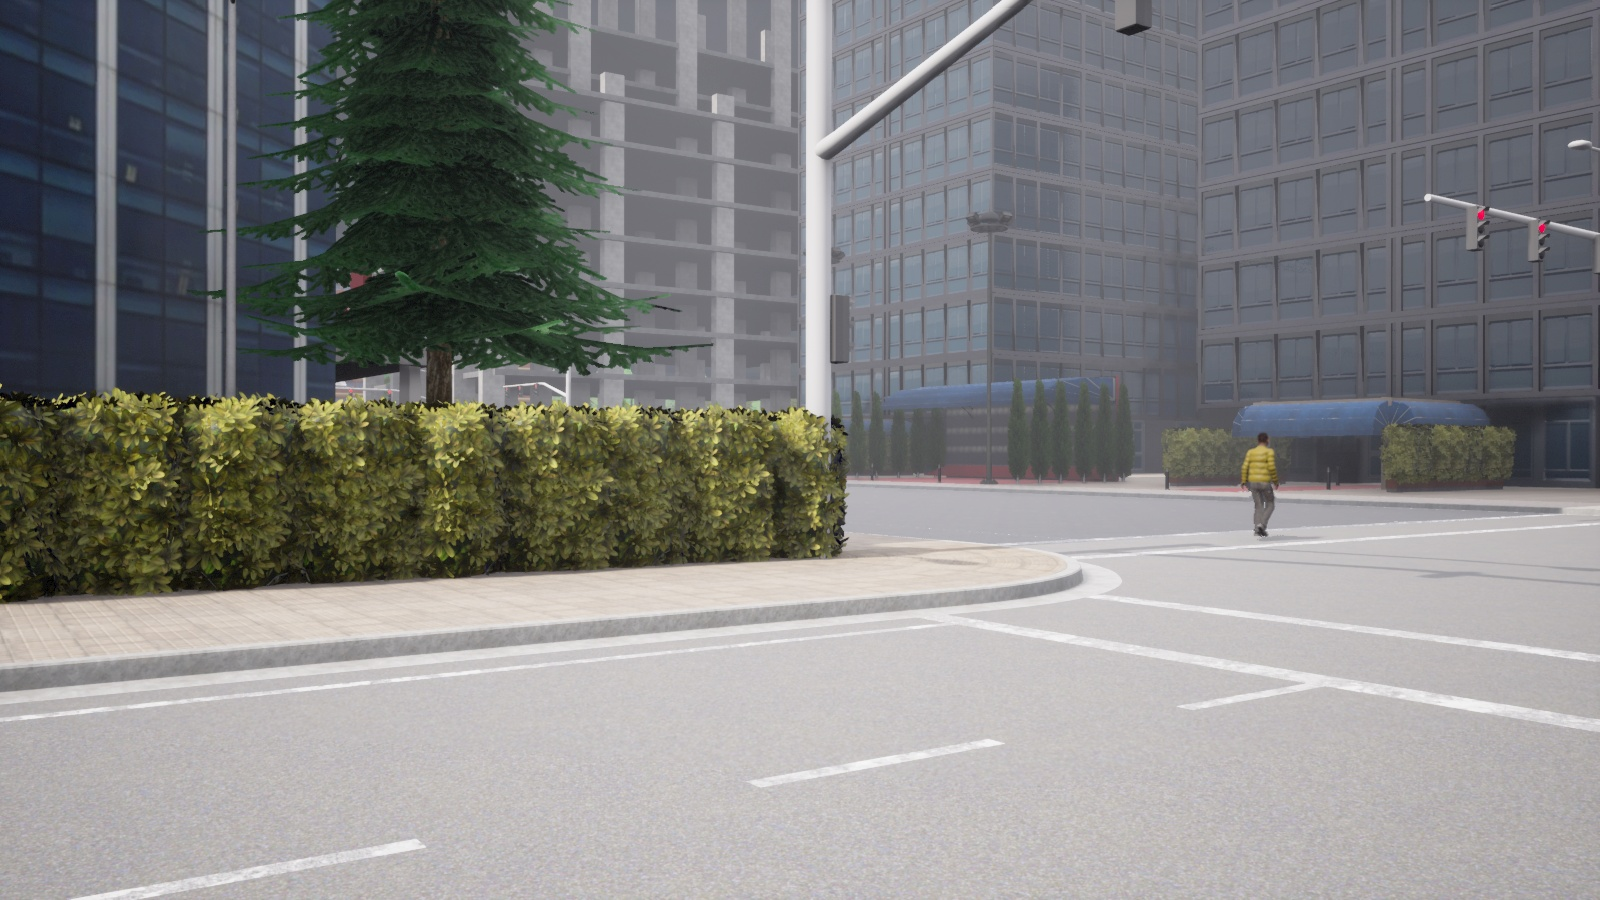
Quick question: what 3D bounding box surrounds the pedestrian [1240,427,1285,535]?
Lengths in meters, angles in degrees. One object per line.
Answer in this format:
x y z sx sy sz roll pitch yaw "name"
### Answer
7.984 0.529 21.678 0.709 1.840 0.431 0 0 -41 "pedestrian"
